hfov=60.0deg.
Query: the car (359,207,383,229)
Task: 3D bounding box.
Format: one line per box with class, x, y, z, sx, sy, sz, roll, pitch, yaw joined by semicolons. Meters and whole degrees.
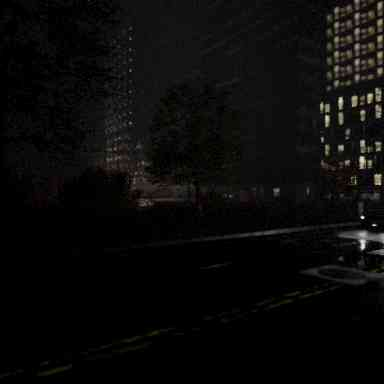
car;12.303;1.589;20.426;4.718;1.301;1.895;0;0;-35
